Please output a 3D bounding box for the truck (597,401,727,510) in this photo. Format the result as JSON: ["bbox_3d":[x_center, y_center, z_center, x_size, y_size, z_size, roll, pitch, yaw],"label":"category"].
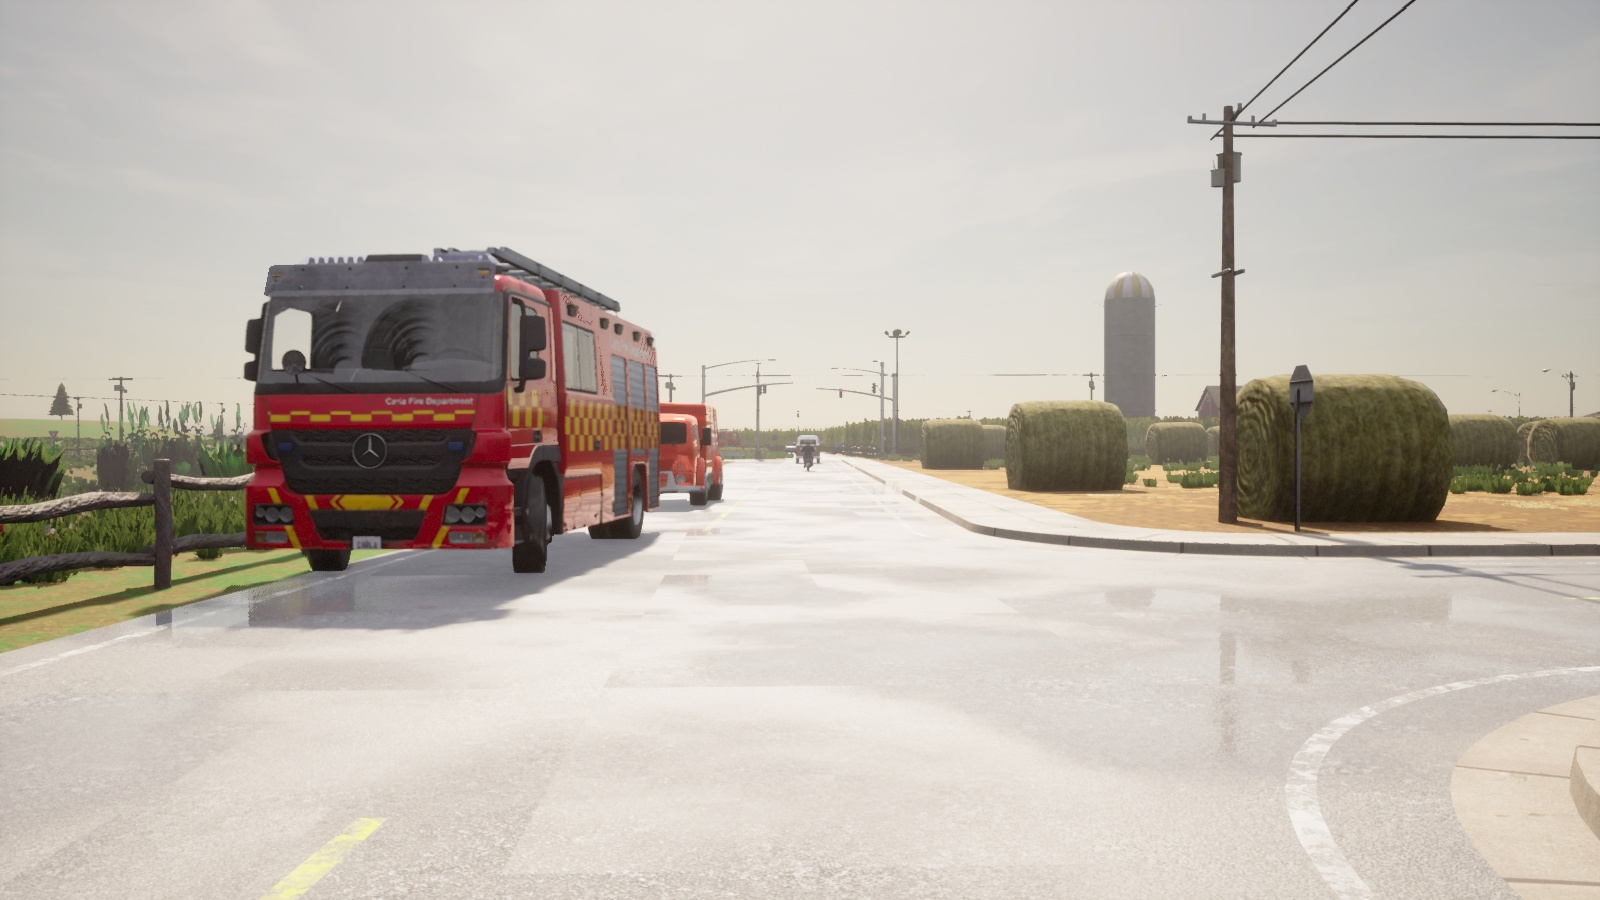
[{"bbox_3d":[-3.292,0.068,31.126,2.627,2.467,5.204,0,1,0],"label":"truck"}]

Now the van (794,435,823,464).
[{"bbox_3d":[0.589,-0.048,91.887,2.069,2.038,4.480,0,0,0],"label":"van"}]

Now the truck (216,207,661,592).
[{"bbox_3d":[-4.103,-0.515,16.799,2.891,3.827,8.468,0,0,5],"label":"truck"}]

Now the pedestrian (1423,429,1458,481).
[{"bbox_3d":[23.034,0.170,45.162,0.874,1.855,0.900,0,0,-43],"label":"pedestrian"}]
